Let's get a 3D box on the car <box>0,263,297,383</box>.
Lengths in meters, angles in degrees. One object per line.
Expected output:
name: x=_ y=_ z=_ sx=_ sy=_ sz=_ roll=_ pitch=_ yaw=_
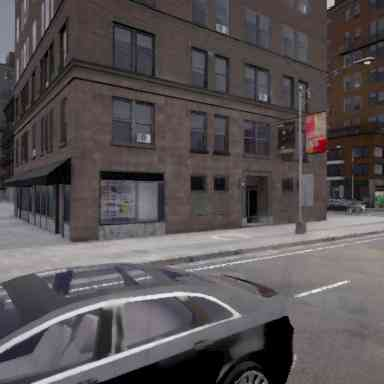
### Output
car: x=-1.173 y=1.492 z=2.846 sx=4.902 sy=1.511 sz=2.128 roll=0 pitch=0 yaw=-36

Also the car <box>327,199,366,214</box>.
car: x=15.641 y=1.485 z=34.974 sx=2.128 sy=1.511 sz=4.902 roll=0 pitch=0 yaw=-35

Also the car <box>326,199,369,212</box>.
car: x=18.713 y=1.580 z=40.134 sx=1.947 sy=1.339 sz=4.313 roll=0 pitch=0 yaw=-35
